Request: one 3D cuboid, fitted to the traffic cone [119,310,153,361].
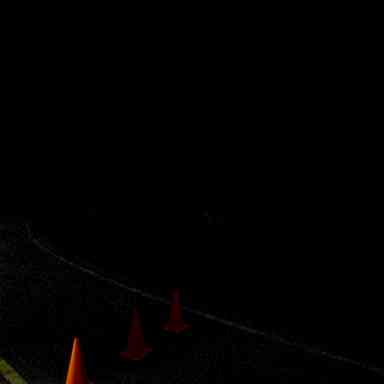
[{"bbox_3d":[-0.776,1.938,4.601,0.340,0.580,0.340,1,1,32],"label":"traffic cone"}]

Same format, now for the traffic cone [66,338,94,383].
[{"bbox_3d":[-1.296,1.945,3.750,0.340,0.580,0.340,1,1,31],"label":"traffic cone"}]

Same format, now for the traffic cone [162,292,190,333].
[{"bbox_3d":[-0.257,1.931,5.451,0.340,0.580,0.340,1,1,31],"label":"traffic cone"}]

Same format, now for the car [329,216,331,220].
[{"bbox_3d":[35.617,6.632,82.739,1.851,1.617,3.988,-4,-3,4],"label":"car"}]
